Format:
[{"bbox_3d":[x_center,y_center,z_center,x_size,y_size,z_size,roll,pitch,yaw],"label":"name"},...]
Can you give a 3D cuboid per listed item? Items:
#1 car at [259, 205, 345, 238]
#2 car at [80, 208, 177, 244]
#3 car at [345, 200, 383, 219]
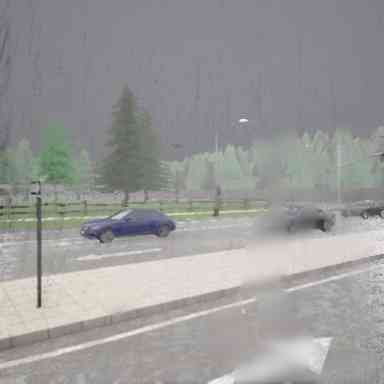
[{"bbox_3d":[5.698,1.484,17.870,4.902,1.511,2.128,0,0,-35],"label":"car"},{"bbox_3d":[-2.930,1.523,15.999,4.674,1.442,1.812,0,0,-36],"label":"car"},{"bbox_3d":[14.776,1.494,28.545,4.892,1.490,1.837,1,0,-35],"label":"car"}]
